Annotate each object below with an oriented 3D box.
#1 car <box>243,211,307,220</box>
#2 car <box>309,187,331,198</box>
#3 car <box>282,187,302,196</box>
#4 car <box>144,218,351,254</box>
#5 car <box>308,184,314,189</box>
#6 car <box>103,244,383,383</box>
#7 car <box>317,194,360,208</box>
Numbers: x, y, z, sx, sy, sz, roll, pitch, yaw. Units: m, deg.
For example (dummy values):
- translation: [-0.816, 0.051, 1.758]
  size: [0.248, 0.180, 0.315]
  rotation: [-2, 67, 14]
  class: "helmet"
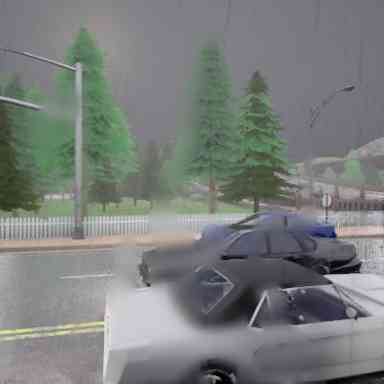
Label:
- translation: [2.794, 1.485, 12.163]
  size: [5.008, 1.535, 1.882]
  rotation: [0, 0, -14]
  class: "car"
- translation: [23.206, 0.596, 58.249]
  size: [1.882, 1.535, 5.008]
  rotation: [0, 5, -15]
  class: "car"
- translation: [18.629, 0.022, 61.661]
  size: [2.097, 1.767, 4.553]
  rotation: [0, 6, -15]
  class: "car"
- translation: [1.434, 1.551, 8.215]
  size: [5.357, 1.411, 2.033]
  rotation: [0, 0, -14]
  class: "car"
- translation: [25.725, -1.179, 75.447]
  size: [2.128, 1.511, 4.902]
  rotation: [0, 7, -16]
  class: "car"
- translation: [1.287, 1.604, 4.364]
  size: [4.718, 1.301, 1.895]
  rotation: [0, 0, -14]
  class: "car"
- translation: [19.707, 1.414, 44.750]
  size: [2.033, 1.411, 5.357]
  rotation: [0, 2, -16]
  class: "car"
